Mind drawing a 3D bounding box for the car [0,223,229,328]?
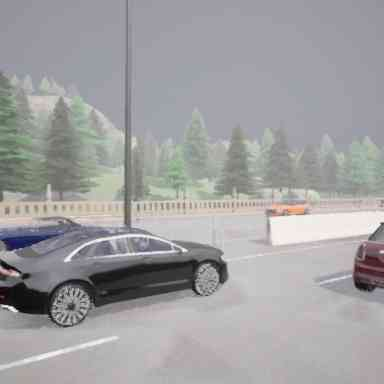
[{"bbox_3d":[-1.386,1.512,7.063,4.902,1.511,2.128,0,0,-35],"label":"car"}]

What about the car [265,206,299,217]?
[{"bbox_3d":[9.027,1.485,31.346,4.553,1.767,2.097,0,0,-33],"label":"car"}]

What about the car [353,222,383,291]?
[{"bbox_3d":[5.880,1.396,7.883,4.553,1.767,2.097,0,0,-35],"label":"car"}]

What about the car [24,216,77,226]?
[{"bbox_3d":[-5.803,1.626,12.740,4.718,1.301,1.895,0,0,-35],"label":"car"}]
